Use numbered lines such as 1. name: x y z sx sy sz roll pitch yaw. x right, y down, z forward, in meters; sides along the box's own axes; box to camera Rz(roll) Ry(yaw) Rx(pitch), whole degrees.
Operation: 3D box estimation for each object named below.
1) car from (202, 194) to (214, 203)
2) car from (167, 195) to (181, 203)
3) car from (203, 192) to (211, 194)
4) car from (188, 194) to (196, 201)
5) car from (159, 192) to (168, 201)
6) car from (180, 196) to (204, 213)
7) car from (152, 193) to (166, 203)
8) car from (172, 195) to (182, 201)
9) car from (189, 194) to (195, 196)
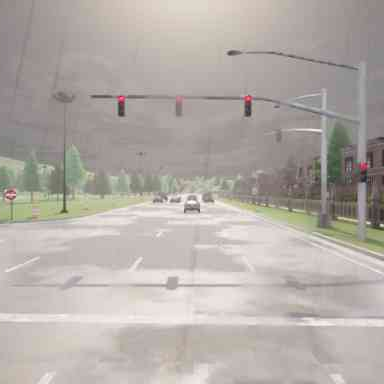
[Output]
1. car: 3.533 1.601 68.557 1.895 1.301 4.718 0 0 0
2. car: -3.467 1.564 68.530 1.994 1.385 4.181 0 0 0
3. car: 3.538 1.057 78.560 2.150 2.045 5.566 0 0 0
4. car: 0.038 1.332 78.532 1.837 1.490 4.892 0 0 0
5. car: -6.962 1.057 78.565 2.150 2.045 5.566 0 0 0
6. car: 0.018 1.547 37.499 2.033 1.411 5.357 0 0 0
7. car: -6.967 1.525 68.532 1.812 1.442 4.674 0 0 0
8. car: -3.462 1.372 78.533 2.033 1.411 5.357 0 0 0
9. car: 0.033 1.352 68.499 2.097 1.767 4.553 0 0 0
